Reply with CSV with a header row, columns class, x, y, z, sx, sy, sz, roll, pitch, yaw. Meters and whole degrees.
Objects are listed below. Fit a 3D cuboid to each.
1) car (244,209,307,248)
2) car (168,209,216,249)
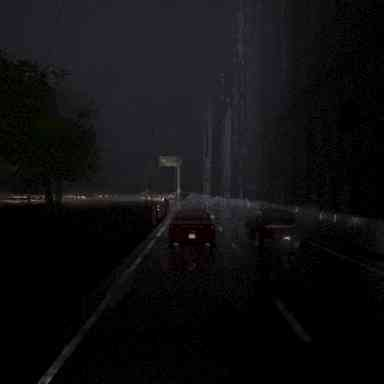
class,x,y,z,sx,sy,sz,roll,pitch,yaw
car,3.500,1.492,14.650,2.128,1.511,4.902,0,0,0
car,0.001,1.481,14.651,1.882,1.535,5.008,0,0,0
